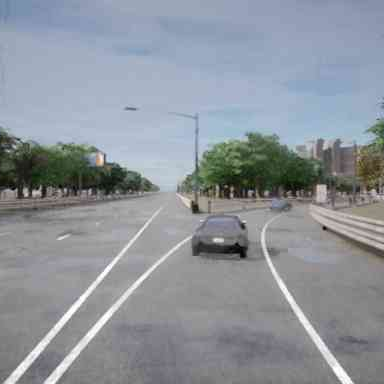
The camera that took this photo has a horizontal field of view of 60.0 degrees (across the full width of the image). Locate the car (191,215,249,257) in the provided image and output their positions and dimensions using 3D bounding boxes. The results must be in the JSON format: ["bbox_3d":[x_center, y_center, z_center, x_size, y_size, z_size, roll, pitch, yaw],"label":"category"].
[{"bbox_3d":[1.202,1.573,13.029,1.994,1.385,4.181,0,0,9],"label":"car"}]

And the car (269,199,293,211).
[{"bbox_3d":[11.065,1.588,41.208,2.033,1.411,5.357,0,0,30],"label":"car"}]
